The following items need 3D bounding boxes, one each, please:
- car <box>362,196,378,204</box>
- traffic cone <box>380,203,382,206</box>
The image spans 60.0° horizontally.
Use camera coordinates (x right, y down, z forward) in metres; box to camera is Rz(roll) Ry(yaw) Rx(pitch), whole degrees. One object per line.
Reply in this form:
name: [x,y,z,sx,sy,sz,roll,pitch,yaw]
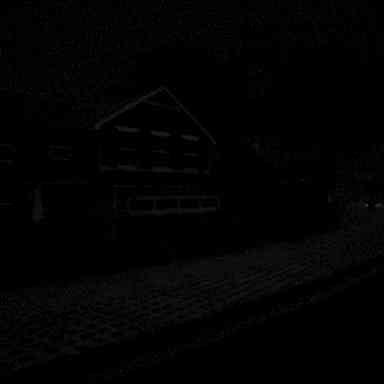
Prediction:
car: [31.549,1.483,59.682,1.994,1.385,4.181,0,0,4]
traffic cone: [28.226,1.887,49.598,0.340,0.580,0.340,0,0,12]
